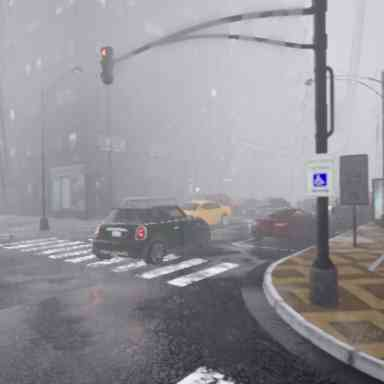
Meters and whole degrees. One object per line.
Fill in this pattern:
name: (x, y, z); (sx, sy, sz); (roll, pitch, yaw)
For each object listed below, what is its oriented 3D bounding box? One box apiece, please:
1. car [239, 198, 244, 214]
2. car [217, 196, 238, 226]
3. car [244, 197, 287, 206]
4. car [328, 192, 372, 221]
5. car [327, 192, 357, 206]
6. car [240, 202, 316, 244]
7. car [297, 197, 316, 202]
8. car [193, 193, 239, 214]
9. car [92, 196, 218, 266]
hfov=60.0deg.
car: (4.376, 1.192, 27.853); (1.887, 1.381, 4.507); (0, 1, 39)
car: (0.254, 1.238, 18.577); (1.882, 1.535, 5.008); (-1, 0, 40)
car: (6.194, 1.148, 25.985); (1.812, 1.442, 4.674); (-1, 0, 39)
car: (10.908, 0.991, 22.604); (1.967, 1.590, 4.097); (0, 1, 39)
car: (18.871, 0.824, 41.694); (2.128, 1.511, 4.902); (-1, 0, 39)
car: (3.990, 1.294, 13.984); (1.802, 1.307, 4.206); (0, 1, 39)
car: (12.288, 1.082, 33.573); (1.895, 1.301, 4.718); (-1, 0, 39)
car: (0.913, 1.043, 23.540); (2.192, 1.841, 5.009); (0, 1, 39)
car: (-1.118, 1.168, 11.187); (2.097, 1.767, 4.553); (-1, 0, 28)
